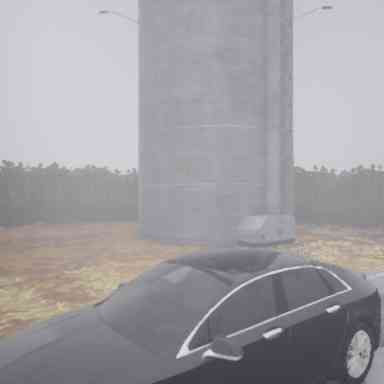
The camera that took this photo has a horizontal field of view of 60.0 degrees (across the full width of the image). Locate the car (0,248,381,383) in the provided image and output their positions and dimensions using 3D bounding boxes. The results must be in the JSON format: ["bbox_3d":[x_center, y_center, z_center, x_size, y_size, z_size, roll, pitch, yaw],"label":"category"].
[{"bbox_3d":[0.284,1.500,3.786,4.892,1.490,1.837,0,0,-35],"label":"car"}]
